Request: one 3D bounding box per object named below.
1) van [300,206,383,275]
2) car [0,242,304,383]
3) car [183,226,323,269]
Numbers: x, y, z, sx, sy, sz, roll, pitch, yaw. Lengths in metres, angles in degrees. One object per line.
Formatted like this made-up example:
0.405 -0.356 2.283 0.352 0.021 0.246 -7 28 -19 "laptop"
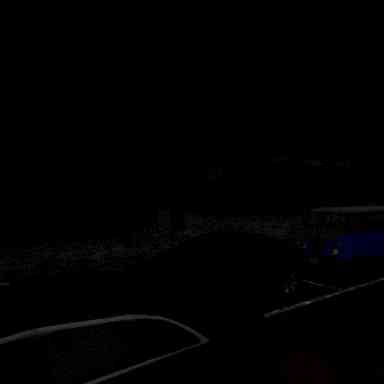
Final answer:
5.006 1.326 10.156 3.998 1.788 1.690 0 0 -35 "van"
-1.494 1.491 2.328 4.902 1.511 2.128 0 0 -35 "car"
0.559 1.559 7.027 4.313 1.339 1.947 0 0 -35 "car"
